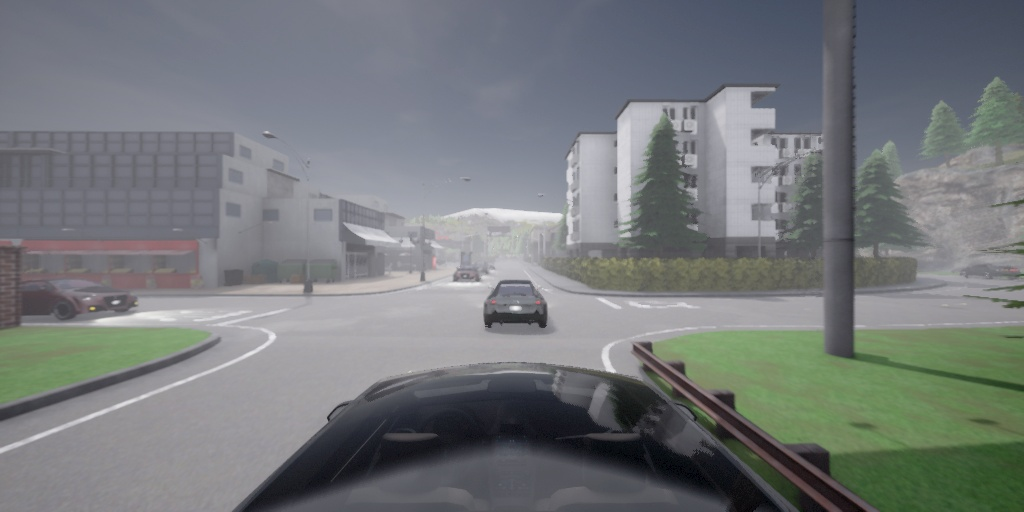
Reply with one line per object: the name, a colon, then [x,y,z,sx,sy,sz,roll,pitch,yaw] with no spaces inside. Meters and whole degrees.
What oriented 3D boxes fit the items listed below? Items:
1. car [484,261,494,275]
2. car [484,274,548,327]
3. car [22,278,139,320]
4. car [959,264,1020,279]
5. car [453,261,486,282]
car: [-3.584,1.313,40.999,2.128,1.511,4.902,0,0,0]
car: [0.107,1.484,12.403,1.994,1.385,4.181,0,0,0]
car: [-16.540,1.512,13.217,4.181,1.385,1.994,0,0,1]
car: [47.378,1.494,35.703,1.837,1.490,4.892,0,0,22]
car: [-3.582,1.366,29.571,1.994,1.385,4.181,0,0,1]
